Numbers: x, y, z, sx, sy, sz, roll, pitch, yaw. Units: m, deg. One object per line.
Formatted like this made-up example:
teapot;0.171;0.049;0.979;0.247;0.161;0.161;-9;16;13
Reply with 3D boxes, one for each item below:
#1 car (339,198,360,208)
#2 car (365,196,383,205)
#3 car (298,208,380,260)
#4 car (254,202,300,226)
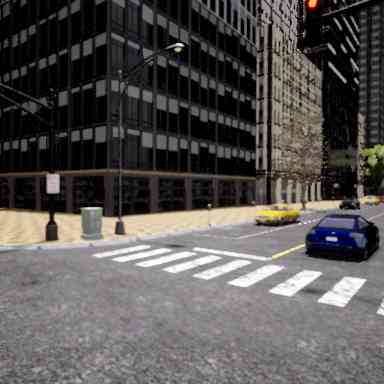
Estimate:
car;19.282;1.413;40.514;1.947;1.339;4.313;0;0;37
car;29.254;1.350;53.965;1.752;1.417;4.829;0;0;37
car;5.787;1.519;12.603;1.994;1.385;4.181;1;1;36
car;5.749;1.396;22.259;1.752;1.417;4.829;0;0;37
